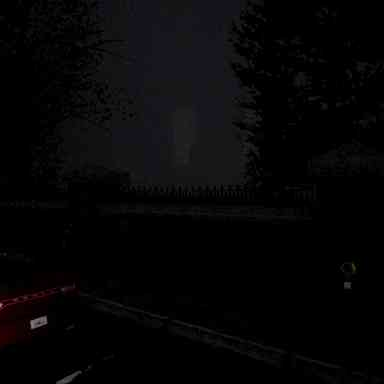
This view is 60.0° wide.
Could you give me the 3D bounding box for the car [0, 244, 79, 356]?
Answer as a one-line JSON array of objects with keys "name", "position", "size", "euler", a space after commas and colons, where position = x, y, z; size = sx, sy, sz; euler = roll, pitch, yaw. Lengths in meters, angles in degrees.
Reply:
[{"name": "car", "position": [-3.786, 1.544, 5.588], "size": [4.507, 1.381, 1.887], "euler": [0, 0, 36]}]
